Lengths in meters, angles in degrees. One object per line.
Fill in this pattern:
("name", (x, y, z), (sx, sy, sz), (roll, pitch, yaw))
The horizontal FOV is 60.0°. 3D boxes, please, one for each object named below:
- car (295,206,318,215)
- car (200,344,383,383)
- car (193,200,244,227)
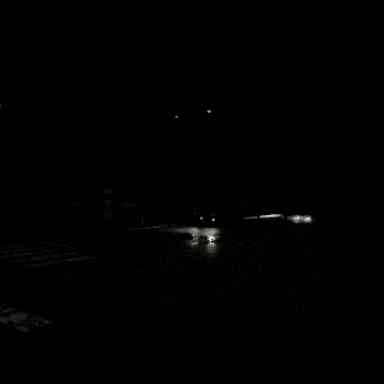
("car", (16.173, 2.571, 46.781), (1.895, 1.301, 4.718), (0, -1, 36))
("car", (1.903, 1.553, 1.596), (4.403, 1.369, 2.008), (0, 0, 36))
("car", (2.324, 1.690, 27.540), (2.150, 2.045, 5.566), (0, -1, 36))
